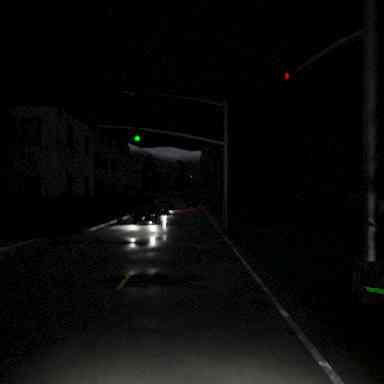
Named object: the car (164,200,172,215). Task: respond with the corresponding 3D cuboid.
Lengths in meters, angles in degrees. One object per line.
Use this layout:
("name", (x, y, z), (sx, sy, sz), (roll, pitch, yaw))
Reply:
("car", (-3.603, 1.797, 37.329), (1.837, 1.490, 4.892), (0, 0, 0))

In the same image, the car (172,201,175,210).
("car", (-3.556, 1.931, 49.034), (2.033, 1.411, 5.357), (0, 0, 1))

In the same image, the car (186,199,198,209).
("car", (-0.021, 1.905, 52.916), (2.128, 1.511, 4.902), (0, 0, 0))

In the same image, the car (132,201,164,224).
("car", (-3.602, 1.716, 26.963), (1.837, 1.490, 4.892), (0, 0, 0))
